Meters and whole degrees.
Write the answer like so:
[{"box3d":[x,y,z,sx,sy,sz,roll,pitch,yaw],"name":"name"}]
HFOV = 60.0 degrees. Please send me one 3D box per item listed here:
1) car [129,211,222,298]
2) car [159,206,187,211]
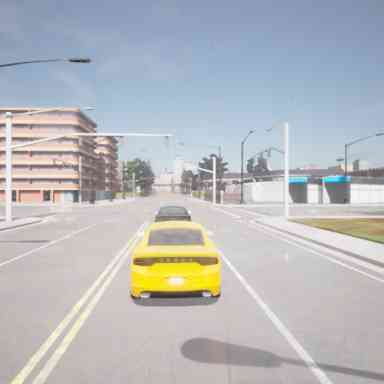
[{"box3d":[-0.421,1.477,8.554,1.882,1.535,5.008,0,0,-3],"name":"car"},{"box3d":[-1.037,1.477,18.115,1.882,1.535,5.008,0,0,-4],"name":"car"}]
